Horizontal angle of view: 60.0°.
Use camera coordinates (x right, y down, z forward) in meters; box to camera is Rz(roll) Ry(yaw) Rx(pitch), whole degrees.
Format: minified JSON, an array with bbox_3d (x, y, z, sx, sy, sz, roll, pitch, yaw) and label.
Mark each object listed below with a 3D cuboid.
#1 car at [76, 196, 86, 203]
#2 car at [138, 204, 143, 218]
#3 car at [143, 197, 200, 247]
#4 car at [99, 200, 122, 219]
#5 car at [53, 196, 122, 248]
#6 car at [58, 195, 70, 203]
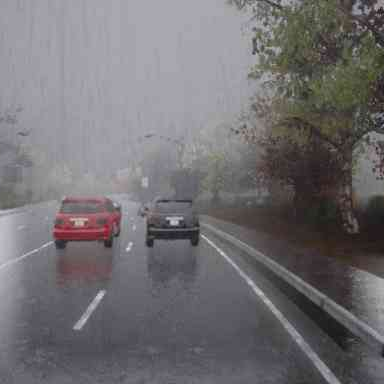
[{"bbox_3d":[-24.254,1.535,72.868,2.033,1.411,5.357,0,0,-18],"label":"car"},{"bbox_3d":[-3.852,1.571,30.562,1.994,1.385,4.181,0,0,-13],"label":"car"},{"bbox_3d":[-1.008,1.257,15.311,2.150,2.045,5.566,0,0,-7],"label":"car"},{"bbox_3d":[-7.257,1.526,29.752,1.812,1.442,4.674,0,0,-13],"label":"car"},{"bbox_3d":[-4.480,1.253,14.862,2.150,2.045,5.566,0,0,-7],"label":"car"},{"bbox_3d":[-27.579,1.513,71.773,2.128,1.511,4.902,0,0,-18],"label":"car"}]
